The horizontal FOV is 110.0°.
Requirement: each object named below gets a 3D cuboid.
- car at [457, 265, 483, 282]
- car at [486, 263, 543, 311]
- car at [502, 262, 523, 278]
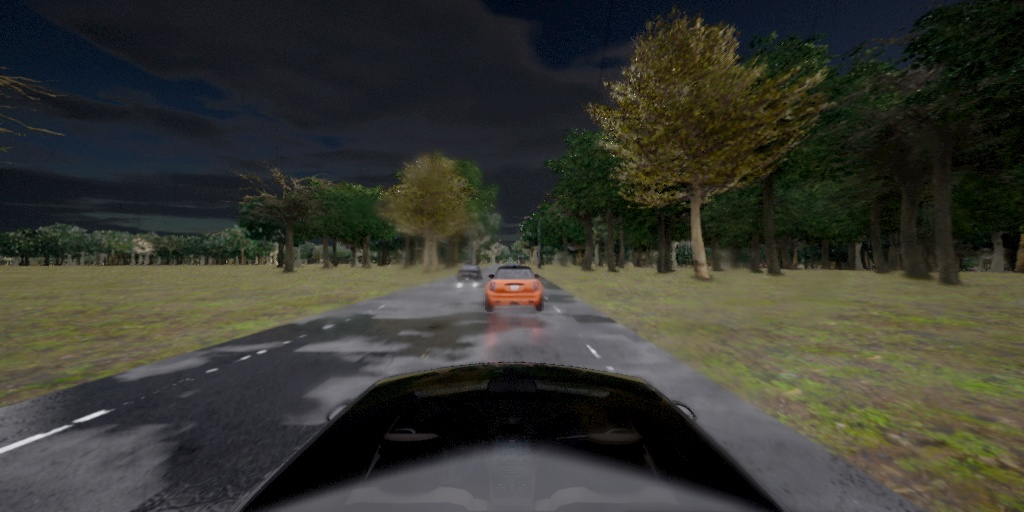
[{"bbox_3d":[-3.530,1.474,31.096,2.033,1.411,5.357,0,0,0],"label":"car"},{"bbox_3d":[0.096,1.165,14.939,2.097,1.767,4.553,0,0,0],"label":"car"},{"bbox_3d":[0.088,1.480,39.125,2.128,1.511,4.902,0,0,0],"label":"car"}]
